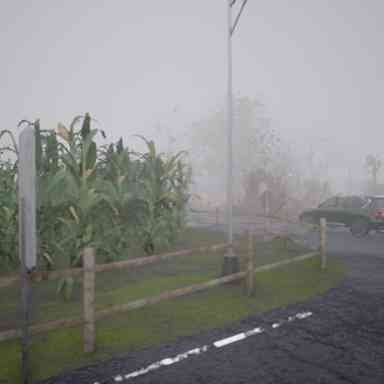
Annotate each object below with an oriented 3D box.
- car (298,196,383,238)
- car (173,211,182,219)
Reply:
[{"bbox_3d":[8.399,1.208,18.140,2.150,2.045,5.566,0,-1,-27],"label":"car"},{"bbox_3d":[-2.647,1.612,29.139,1.882,1.535,5.008,-1,0,-34],"label":"car"}]
